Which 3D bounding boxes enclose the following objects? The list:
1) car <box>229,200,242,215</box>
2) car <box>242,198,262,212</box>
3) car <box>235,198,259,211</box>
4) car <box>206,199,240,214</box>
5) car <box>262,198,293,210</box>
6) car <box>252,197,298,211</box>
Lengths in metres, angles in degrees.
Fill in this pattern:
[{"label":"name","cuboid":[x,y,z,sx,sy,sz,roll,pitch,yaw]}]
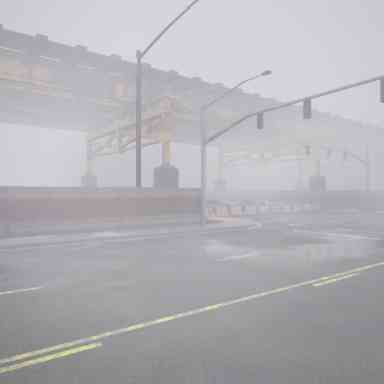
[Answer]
[{"label":"car","cuboid":[2.339,1.453,33.708,4.974,1.542,2.038,0,0,8]},{"label":"car","cuboid":[6.084,1.453,36.393,2.038,1.542,4.974,0,0,18]},{"label":"car","cuboid":[6.100,1.295,36.442,1.853,1.218,4.536,0,0,18]},{"label":"car","cuboid":[2.288,1.295,33.715,4.536,1.218,1.853,0,0,8]},{"label":"car","cuboid":[9.944,1.295,40.145,4.536,1.218,1.853,0,0,-7]},{"label":"car","cuboid":[9.995,1.453,40.152,4.974,1.542,2.038,0,0,-7]}]
